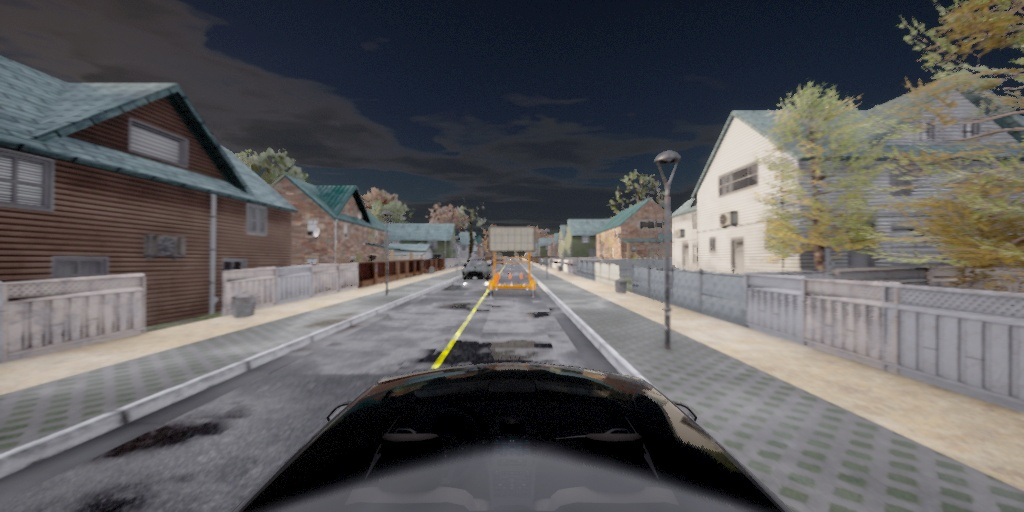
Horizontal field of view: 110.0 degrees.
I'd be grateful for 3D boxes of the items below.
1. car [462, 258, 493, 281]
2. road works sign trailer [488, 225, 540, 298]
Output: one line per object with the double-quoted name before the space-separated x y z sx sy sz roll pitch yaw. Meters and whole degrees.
"car" -2.849 1.069 29.720 2.097 1.767 4.553 0 0 0
"road works sign trailer" -0.003 0.196 18.350 2.380 3.560 2.880 0 0 0
